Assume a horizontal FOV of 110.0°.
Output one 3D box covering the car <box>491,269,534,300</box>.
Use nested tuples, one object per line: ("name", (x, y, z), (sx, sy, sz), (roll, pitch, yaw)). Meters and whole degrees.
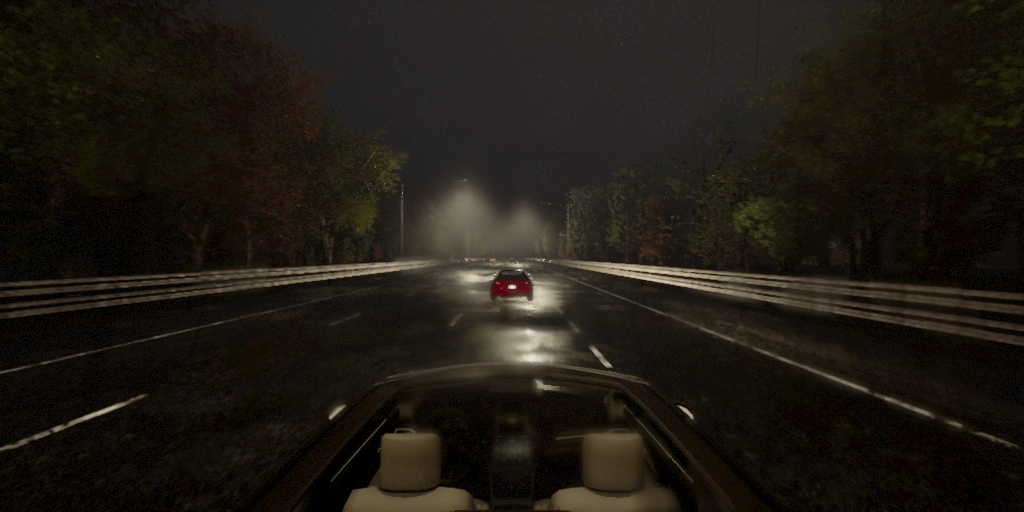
("car", (0.008, 1.331, 17.743), (1.994, 1.385, 4.181), (0, 0, 0))
